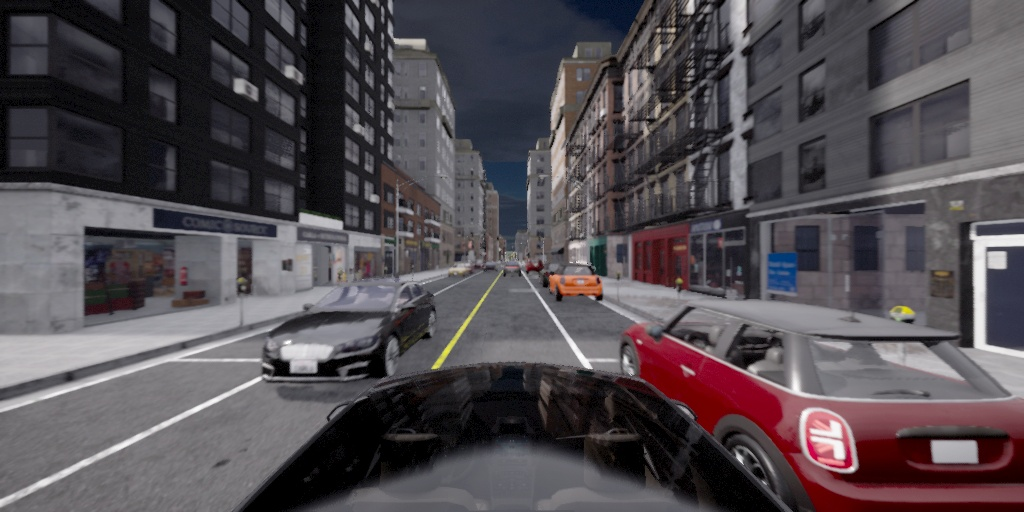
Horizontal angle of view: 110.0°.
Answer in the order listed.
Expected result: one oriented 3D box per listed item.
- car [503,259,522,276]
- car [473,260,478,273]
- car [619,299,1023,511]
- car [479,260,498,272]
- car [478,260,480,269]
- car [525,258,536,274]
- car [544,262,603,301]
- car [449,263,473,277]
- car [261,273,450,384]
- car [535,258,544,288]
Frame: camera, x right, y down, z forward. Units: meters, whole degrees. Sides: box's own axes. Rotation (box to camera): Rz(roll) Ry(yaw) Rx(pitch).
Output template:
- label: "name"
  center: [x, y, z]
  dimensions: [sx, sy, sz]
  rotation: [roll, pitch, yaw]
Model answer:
- label: "car"
  center: [0.045, 1.339, 38.143]
  dimensions: [2.128, 1.511, 4.902]
  rotation: [0, 0, 0]
- label: "car"
  center: [-5.389, 1.443, 42.258]
  dimensions: [1.802, 1.307, 4.207]
  rotation: [0, 0, 0]
- label: "car"
  center: [2.638, 1.196, 4.076]
  dimensions: [1.967, 1.591, 4.097]
  rotation: [0, 0, 0]
- label: "car"
  center: [-2.830, 1.430, 48.507]
  dimensions: [2.033, 1.411, 5.357]
  rotation: [0, 0, 0]
- label: "car"
  center: [-5.389, 1.361, 58.618]
  dimensions: [1.967, 1.591, 4.097]
  rotation: [0, 0, 0]
- label: "car"
  center: [2.635, 1.175, 42.255]
  dimensions: [2.192, 1.841, 5.009]
  rotation: [0, 0, 0]
- label: "car"
  center: [2.987, 1.145, 17.734]
  dimensions: [2.097, 1.767, 4.553]
  rotation: [0, 0, 0]
- label: "car"
  center: [-5.389, 1.370, 36.635]
  dimensions: [1.751, 1.417, 4.829]
  rotation: [0, 0, 0]
- label: "car"
  center: [-2.837, 1.257, 7.349]
  dimensions: [2.128, 1.511, 4.902]
  rotation: [0, 0, 0]
- label: "car"
  center: [2.987, 1.163, 24.734]
  dimensions: [2.097, 1.767, 4.553]
  rotation: [0, 0, 0]
